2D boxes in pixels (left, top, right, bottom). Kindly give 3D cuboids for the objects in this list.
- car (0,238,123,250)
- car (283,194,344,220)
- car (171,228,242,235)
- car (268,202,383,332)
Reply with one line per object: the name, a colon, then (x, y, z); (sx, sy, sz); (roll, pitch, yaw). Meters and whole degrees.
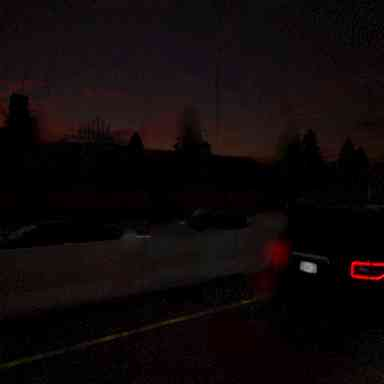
car: (-4.226, 1.525, 9.574); (4.674, 1.442, 1.812); (0, 0, -35)
car: (10.531, 1.214, 28.690); (5.566, 2.045, 2.150); (0, 0, -35)
car: (0.789, 1.523, 17.447); (4.674, 1.442, 1.812); (0, 0, -35)
car: (3.931, 1.220, 6.546); (5.566, 2.045, 2.150); (0, 0, -35)
